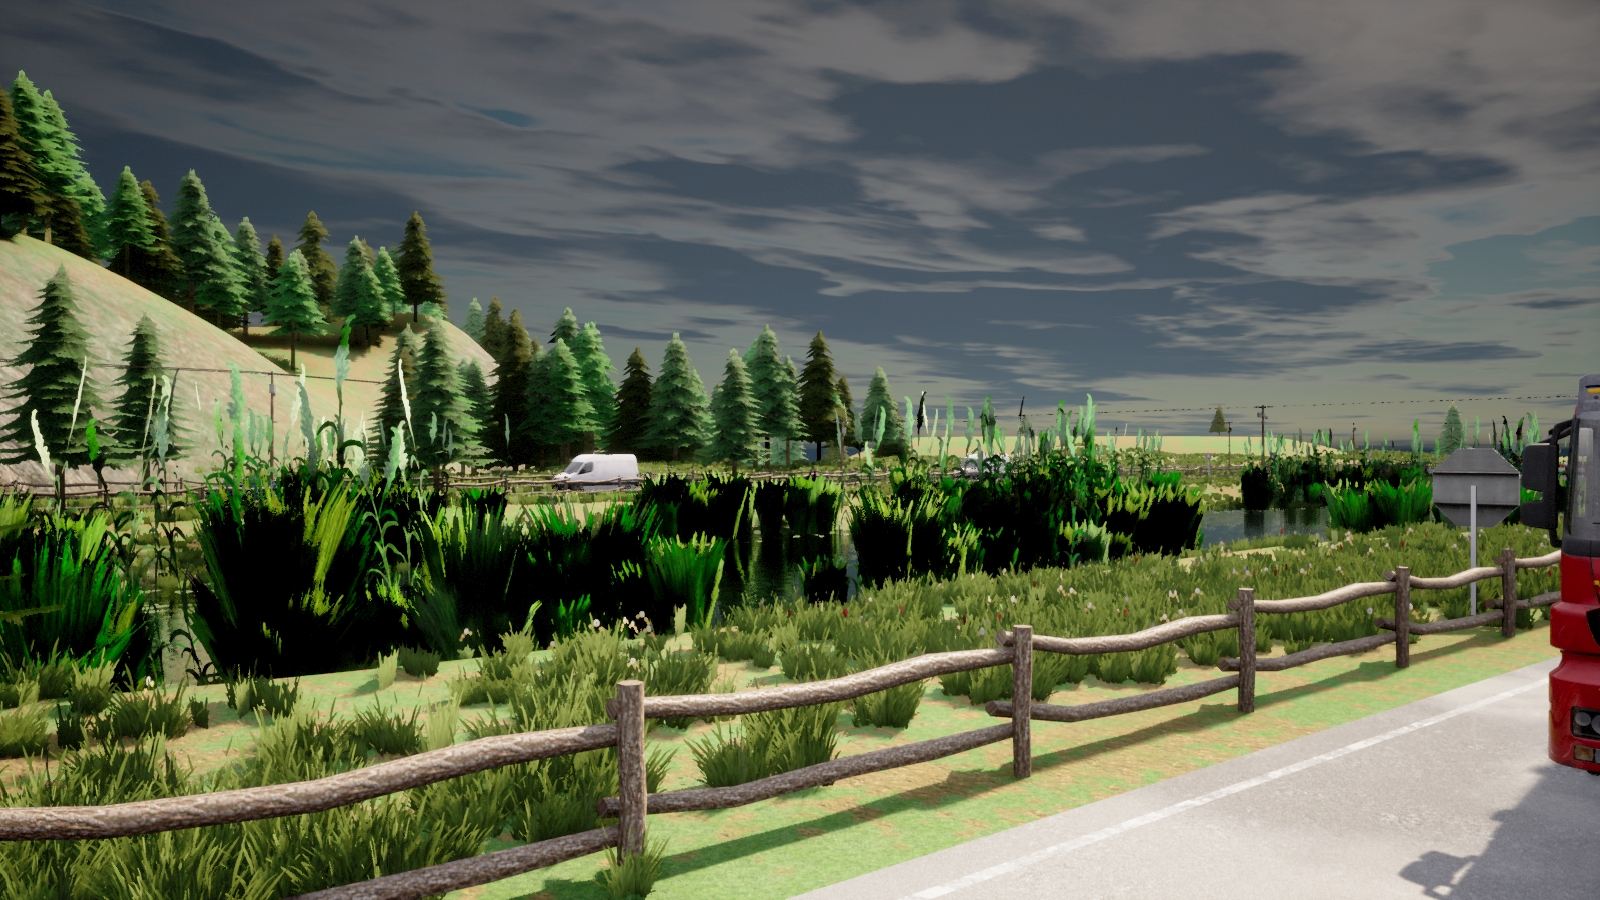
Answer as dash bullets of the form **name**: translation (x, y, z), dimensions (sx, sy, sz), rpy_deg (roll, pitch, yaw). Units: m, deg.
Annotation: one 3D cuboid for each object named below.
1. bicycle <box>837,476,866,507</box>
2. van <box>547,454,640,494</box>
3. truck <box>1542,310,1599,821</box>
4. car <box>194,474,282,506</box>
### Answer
- **bicycle**: translation (2.528, 2.029, 56.039), dimensions (1.643, 1.496, 0.373), rpy_deg (0, 0, -43)
- **van**: translation (-13.531, 1.535, 75.201), dimensions (5.915, 2.561, 1.988), rpy_deg (0, 0, -43)
- **truck**: translation (9.618, 0.862, 10.987), dimensions (2.891, 3.827, 8.468), rpy_deg (0, 0, 42)
- **car**: translation (-29.089, 2.038, 59.192), dimensions (1.845, 1.501, 3.633), rpy_deg (0, 0, 42)
